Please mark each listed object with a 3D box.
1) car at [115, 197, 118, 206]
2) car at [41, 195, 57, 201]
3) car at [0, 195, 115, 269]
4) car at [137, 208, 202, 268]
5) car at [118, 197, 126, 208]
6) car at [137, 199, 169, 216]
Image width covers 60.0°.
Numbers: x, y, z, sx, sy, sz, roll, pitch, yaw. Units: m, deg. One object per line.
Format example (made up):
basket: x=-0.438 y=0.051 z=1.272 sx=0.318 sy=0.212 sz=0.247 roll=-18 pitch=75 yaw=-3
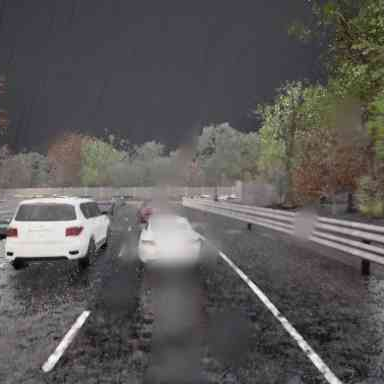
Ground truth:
car: x=-8.640 y=1.435 z=32.057 sx=2.128 sy=1.511 sz=4.902 roll=0 pitch=0 yaw=-17
car: x=-34.677 y=1.435 z=80.786 sx=4.674 sy=1.442 sz=1.812 roll=0 pitch=0 yaw=43
car: x=-4.182 y=1.206 z=11.298 sx=2.150 sy=2.045 sz=5.566 roll=0 pitch=0 yaw=-6
car: x=-0.772 y=1.497 z=11.091 sx=1.812 sy=1.442 sz=4.674 roll=0 pitch=0 yaw=-5
car: x=-10.643 y=1.401 z=46.671 sx=2.128 sy=1.511 sz=4.902 roll=0 pitch=0 yaw=-24
car: x=-2.668 y=1.296 z=23.195 sx=2.097 sy=1.767 sz=4.553 roll=0 pitch=0 yaw=-12
